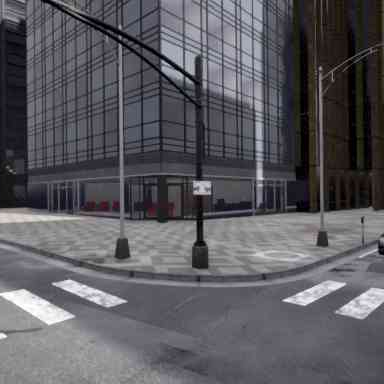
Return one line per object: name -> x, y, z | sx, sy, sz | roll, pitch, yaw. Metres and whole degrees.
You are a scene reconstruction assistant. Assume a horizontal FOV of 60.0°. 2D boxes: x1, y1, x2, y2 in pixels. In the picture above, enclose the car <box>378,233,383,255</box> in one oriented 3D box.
car -> 8.617, 1.703, 12.988 | 1.802, 1.307, 4.206 | -2, -1, 43
